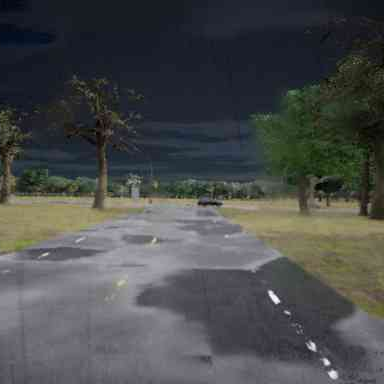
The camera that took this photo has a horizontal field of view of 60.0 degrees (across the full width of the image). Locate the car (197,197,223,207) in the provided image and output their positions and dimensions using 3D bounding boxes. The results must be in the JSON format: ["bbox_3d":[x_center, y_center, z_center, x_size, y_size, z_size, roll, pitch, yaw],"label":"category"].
[{"bbox_3d":[3.820,2.190,70.077,5.566,2.045,2.150,2,0,0],"label":"car"}]

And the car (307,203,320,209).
[{"bbox_3d":[27.336,3.195,76.964,4.181,1.385,1.994,2,0,0],"label":"car"}]
